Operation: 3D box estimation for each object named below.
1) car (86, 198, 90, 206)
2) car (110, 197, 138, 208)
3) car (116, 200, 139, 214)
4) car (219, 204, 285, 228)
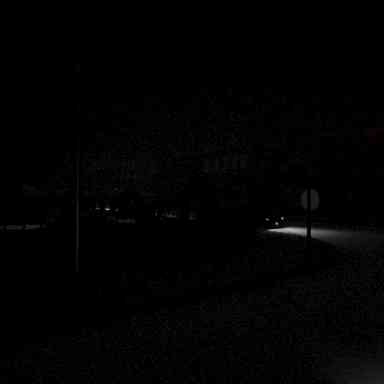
[{"bbox_3d":[-16.167,1.495,50.414,2.128,1.511,4.902,0,0,-35],"label":"car"},{"bbox_3d":[-10.083,1.547,48.961,2.033,1.411,5.357,0,0,-37],"label":"car"},{"bbox_3d":[-6.264,1.525,36.364,1.812,1.442,4.674,0,0,-35],"label":"car"},{"bbox_3d":[3.633,1.547,22.473,2.033,1.411,5.357,0,0,-35],"label":"car"}]
